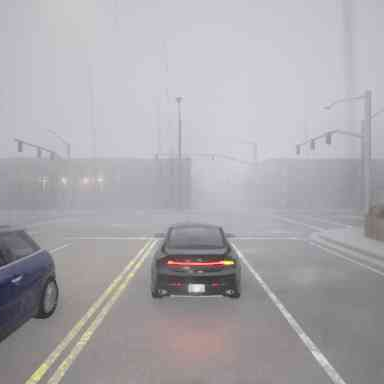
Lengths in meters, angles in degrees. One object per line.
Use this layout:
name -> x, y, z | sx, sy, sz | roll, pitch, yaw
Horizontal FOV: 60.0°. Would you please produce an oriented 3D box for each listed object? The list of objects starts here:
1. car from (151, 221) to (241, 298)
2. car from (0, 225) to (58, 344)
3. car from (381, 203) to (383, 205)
car -> 0.081, 1.505, 8.477 | 1.837, 1.490, 4.892 | 0, 0, 0
car -> -3.581, 1.352, 4.376 | 2.097, 1.767, 4.553 | 0, 0, 0
car -> 18.021, 1.526, 29.759 | 4.674, 1.442, 1.812 | 0, 0, -2
